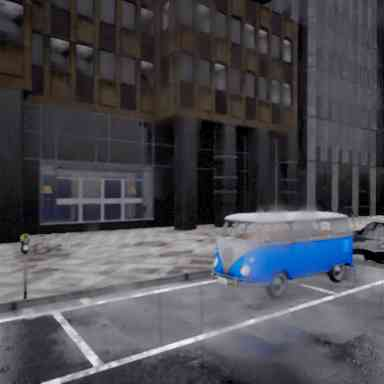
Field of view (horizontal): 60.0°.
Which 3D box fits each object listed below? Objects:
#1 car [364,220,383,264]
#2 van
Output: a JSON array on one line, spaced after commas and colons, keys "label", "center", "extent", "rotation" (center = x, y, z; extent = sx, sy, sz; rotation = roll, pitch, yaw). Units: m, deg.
[{"label": "car", "center": [6.960, 1.670, 11.611], "extent": [4.313, 1.339, 1.947], "rotation": [1, -1, -35]}, {"label": "van", "center": [2.371, 1.397, 8.341], "extent": [3.998, 1.788, 1.690], "rotation": [1, -1, -35]}]
